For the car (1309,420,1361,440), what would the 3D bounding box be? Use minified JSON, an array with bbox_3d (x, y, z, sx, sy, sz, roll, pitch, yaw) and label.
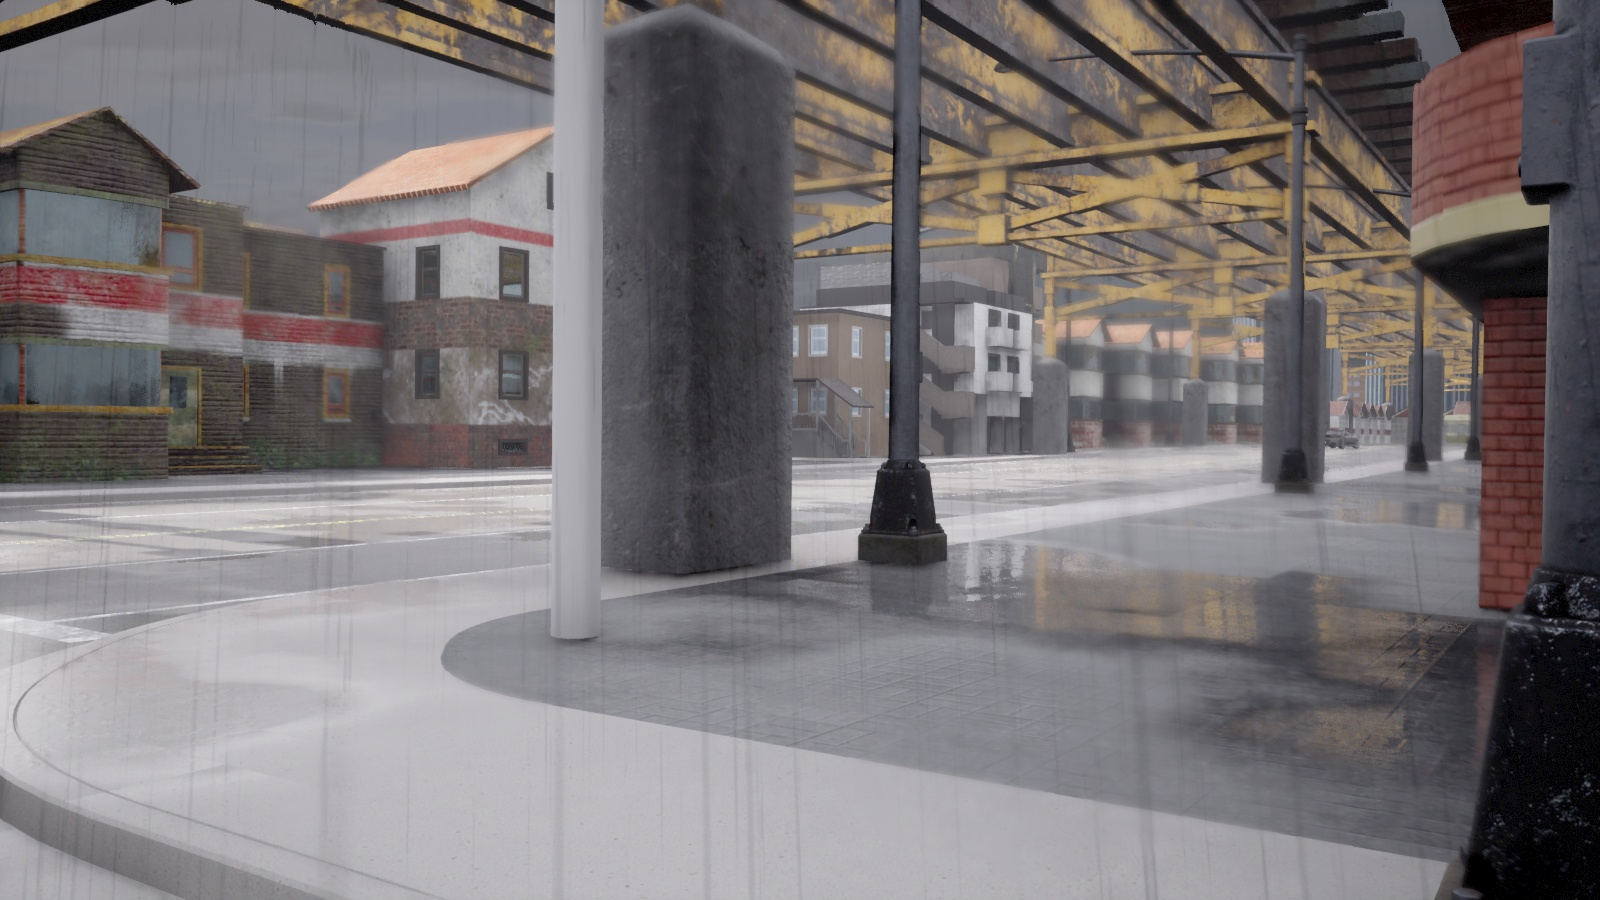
[{"bbox_3d":[38.991,-1.469,91.493,4.181,1.385,1.994,-2,2,-45],"label":"car"}]
